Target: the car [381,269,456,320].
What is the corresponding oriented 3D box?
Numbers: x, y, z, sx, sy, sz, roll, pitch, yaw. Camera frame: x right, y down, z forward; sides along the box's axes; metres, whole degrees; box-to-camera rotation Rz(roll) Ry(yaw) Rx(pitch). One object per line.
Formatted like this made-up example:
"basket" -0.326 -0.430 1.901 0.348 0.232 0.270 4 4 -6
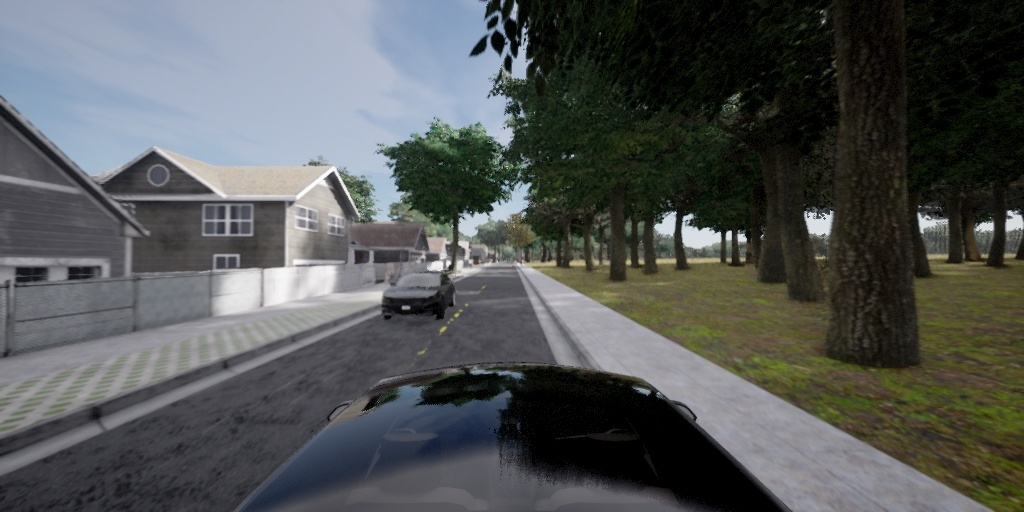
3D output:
"car" -3.213 1.272 13.051 1.882 1.535 5.008 0 0 -2
